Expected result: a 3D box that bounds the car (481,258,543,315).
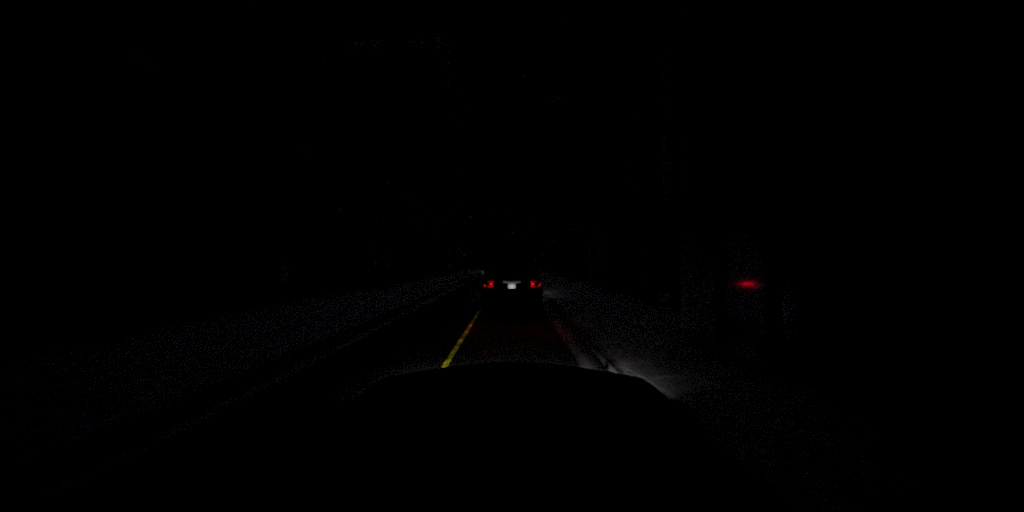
[{"bbox_3d":[0.011,1.104,14.465,2.150,2.045,5.566,0,0,0],"label":"car"}]
